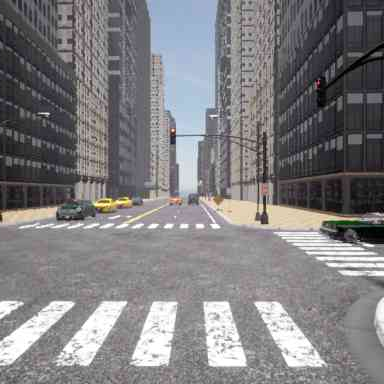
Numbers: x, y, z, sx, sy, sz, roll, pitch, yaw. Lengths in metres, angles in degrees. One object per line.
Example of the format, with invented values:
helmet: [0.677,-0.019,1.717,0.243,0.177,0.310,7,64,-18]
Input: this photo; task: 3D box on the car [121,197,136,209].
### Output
car: [-9.706,1.538,47.144,1.882,1.535,5.008,0,0,0]

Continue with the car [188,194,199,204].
car: [0.282,1.361,70.401,2.150,2.045,5.566,0,0,0]

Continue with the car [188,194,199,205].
car: [0.279,1.606,60.193,1.837,1.490,4.892,0,0,0]

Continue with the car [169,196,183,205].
car: [-2.971,1.452,59.982,2.097,1.767,4.553,0,0,0]

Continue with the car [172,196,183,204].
car: [-2.970,1.633,70.170,2.128,1.511,4.902,0,0,0]

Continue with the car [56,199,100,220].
car: [-9.766,1.374,28.275,2.097,1.767,4.553,0,0,0]

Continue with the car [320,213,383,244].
car: [8.459,1.613,15.255,4.718,1.301,1.895,0,0,2]

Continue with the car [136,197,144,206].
car: [-9.634,1.640,57.792,2.033,1.411,5.357,0,0,1]

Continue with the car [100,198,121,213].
car: [-9.741,1.516,37.462,1.882,1.535,5.008,0,0,0]
